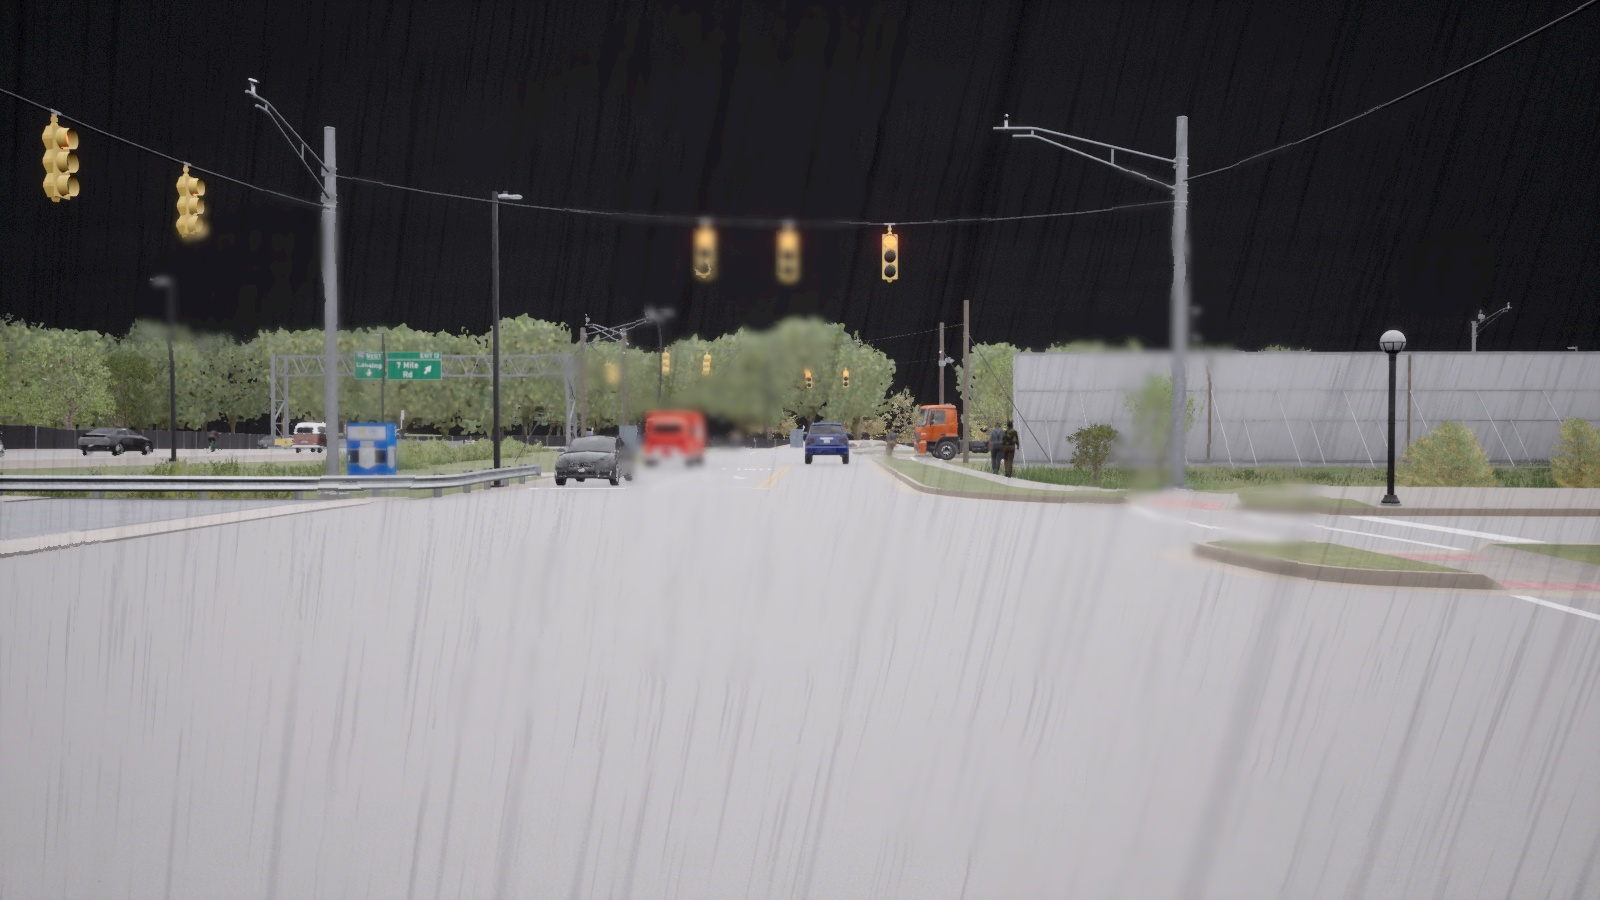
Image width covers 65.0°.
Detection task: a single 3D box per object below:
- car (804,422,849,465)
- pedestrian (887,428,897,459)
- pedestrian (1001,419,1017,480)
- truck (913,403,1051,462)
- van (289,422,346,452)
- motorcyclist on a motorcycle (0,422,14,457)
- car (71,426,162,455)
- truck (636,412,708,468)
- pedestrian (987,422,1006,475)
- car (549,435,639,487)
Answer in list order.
[{"bbox_3d":[1.361,-0.350,62.966,2.150,2.045,5.566,0,1,2],"label":"car"},{"bbox_3d":[5.614,-0.388,76.684,0.540,1.848,0.694,0,2,1],"label":"pedestrian"},{"bbox_3d":[6.666,-0.029,39.984,0.395,1.930,0.692,0,2,1],"label":"pedestrian"},{"bbox_3d":[11.122,-1.089,77.374,7.936,3.462,2.891,1,2,-4],"label":"truck"},{"bbox_3d":[-32.915,-0.866,85.770,2.069,2.038,4.480,0,0,1],"label":"van"},{"bbox_3d":[-36.966,-0.471,57.463,0.866,1.590,1.817,0,0,1],"label":"motorcyclist on a motorcycle"},{"bbox_3d":[-36.767,-0.529,67.704,2.128,1.511,4.902,0,0,1],"label":"car"},{"bbox_3d":[-5.781,-0.473,57.399,2.627,2.467,5.204,0,1,1],"label":"truck"},{"bbox_3d":[6.843,-0.055,43.752,0.540,1.848,0.694,0,2,2],"label":"pedestrian"},{"bbox_3d":[-6.251,0.292,38.694,1.837,1.490,4.892,0,1,2],"label":"car"}]
